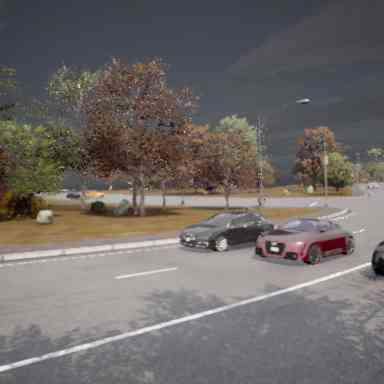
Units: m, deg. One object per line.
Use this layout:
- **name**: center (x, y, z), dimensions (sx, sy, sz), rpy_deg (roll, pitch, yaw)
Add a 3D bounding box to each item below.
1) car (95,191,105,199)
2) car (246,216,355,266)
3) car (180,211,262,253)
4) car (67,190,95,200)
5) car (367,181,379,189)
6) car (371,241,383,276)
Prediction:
- **car**: center (-18.627, 0.458, 62.773), dimensions (5.008, 1.535, 1.882), rpy_deg (1, 3, 28)
- **car**: center (4.178, 1.667, 12.091), dimensions (4.181, 1.385, 1.994), rpy_deg (0, 0, -41)
- **car**: center (1.674, 1.633, 14.523), dimensions (4.892, 1.490, 1.837), rpy_deg (0, 0, -41)
- **car**: center (-20.340, 0.665, 59.726), dimensions (4.674, 1.442, 1.812), rpy_deg (1, 3, 28)
- **car**: center (44.846, -1.797, 82.548), dimensions (2.150, 2.045, 5.566), rpy_deg (-2, 2, 24)
- **car**: center (6.869, 1.639, 9.549), dimensions (4.181, 1.385, 1.994), rpy_deg (0, 0, -41)
